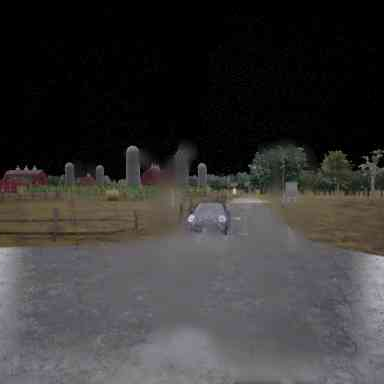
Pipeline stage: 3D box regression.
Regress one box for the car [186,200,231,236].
[{"bbox_3d":[1.050,1.334,18.514,2.097,1.767,4.553,0,0,10],"label":"car"}]
